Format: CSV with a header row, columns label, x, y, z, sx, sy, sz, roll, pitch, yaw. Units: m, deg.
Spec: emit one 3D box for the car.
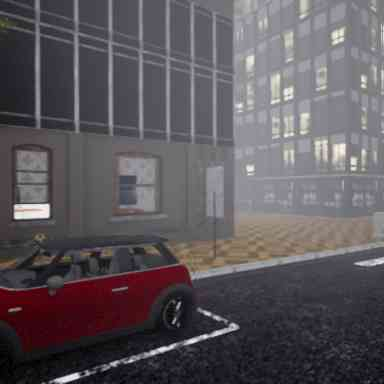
label,x,y,z,sx,sy,sz,roll,pitch,yaw
car,-1.967,1.457,5.172,4.097,1.590,1.967,1,-1,-36
